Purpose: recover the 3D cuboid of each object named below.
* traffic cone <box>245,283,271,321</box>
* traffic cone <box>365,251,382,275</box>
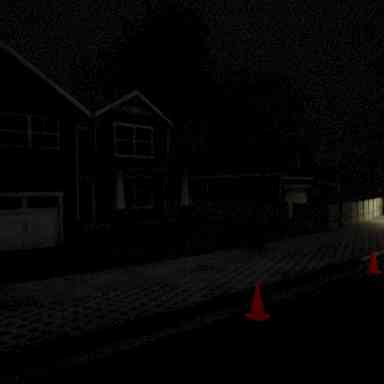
[{"bbox_3d":[1.177,1.935,5.958,0.340,0.580,0.340,0,0,-38],"label":"traffic cone"},{"bbox_3d":[4.944,1.905,9.066,0.340,0.580,0.340,-1,0,-41],"label":"traffic cone"}]
